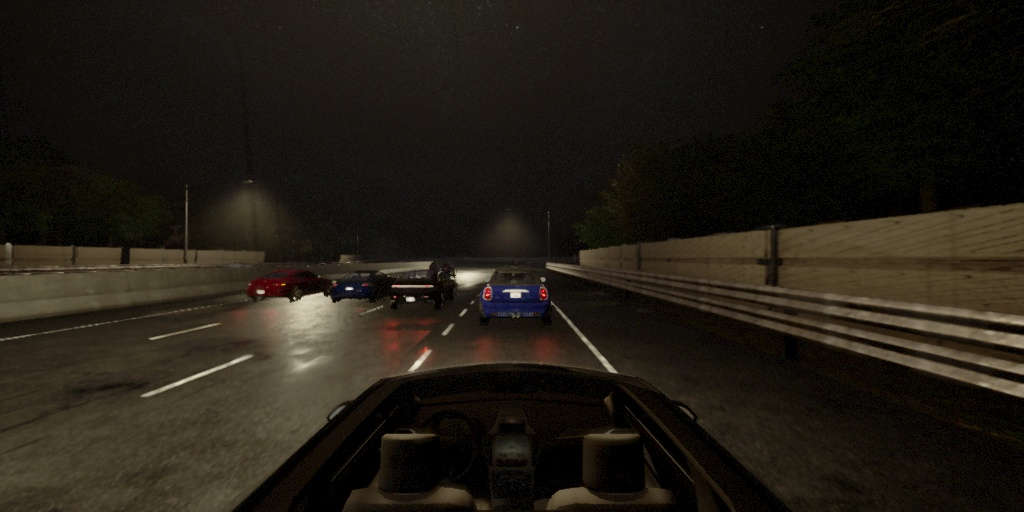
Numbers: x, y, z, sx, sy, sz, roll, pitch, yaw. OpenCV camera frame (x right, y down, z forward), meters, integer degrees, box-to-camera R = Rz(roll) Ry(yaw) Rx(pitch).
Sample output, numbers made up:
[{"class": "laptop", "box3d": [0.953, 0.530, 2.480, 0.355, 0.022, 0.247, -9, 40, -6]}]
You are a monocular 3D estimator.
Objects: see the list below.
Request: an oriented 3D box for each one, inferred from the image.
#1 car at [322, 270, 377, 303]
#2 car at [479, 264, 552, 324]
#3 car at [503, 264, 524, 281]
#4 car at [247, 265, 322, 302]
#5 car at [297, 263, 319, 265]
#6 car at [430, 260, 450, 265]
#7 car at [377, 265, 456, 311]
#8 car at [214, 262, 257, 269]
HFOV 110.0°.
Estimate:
[{"class": "car", "box3d": [-6.895, 1.374, 17.213, 1.994, 1.385, 4.181, 0, 0, 0]}, {"class": "car", "box3d": [0.103, 1.131, 12.151, 2.097, 1.767, 4.553, 0, 0, 0]}, {"class": "car", "box3d": [0.123, 1.461, 33.472, 1.812, 1.442, 4.674, 0, 0, 0]}, {"class": "car", "box3d": [-10.382, 1.336, 17.127, 1.812, 1.442, 4.674, 0, 0, 0]}, {"class": "car", "box3d": [-21.069, 1.468, 36.556, 1.837, 1.490, 4.892, 0, -1, 0]}, {"class": "car", "box3d": [-6.889, 1.300, 35.001, 2.097, 1.767, 4.553, 0, 0, 0]}, {"class": "car", "box3d": [-3.496, 1.285, 14.779, 2.128, 1.511, 4.902, 0, 0, 0]}, {"class": "car", "box3d": [-28.064, 1.527, 36.651, 1.994, 1.385, 4.181, 0, 0, 0]}]
